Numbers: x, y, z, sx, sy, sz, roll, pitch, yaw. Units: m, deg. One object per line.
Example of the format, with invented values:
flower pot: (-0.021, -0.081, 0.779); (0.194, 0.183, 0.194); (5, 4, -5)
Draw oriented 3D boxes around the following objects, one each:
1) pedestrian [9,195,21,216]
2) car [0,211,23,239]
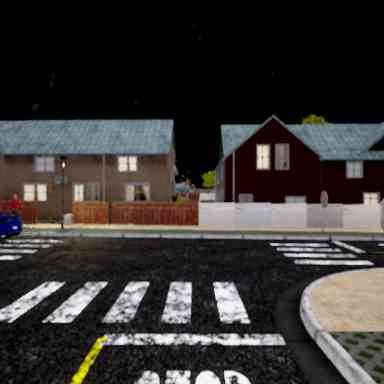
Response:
pedestrian: (-9.322, 1.025, 17.494); (0.375, 1.860, 0.375); (0, 0, 1)
car: (-10.061, 1.363, 14.550); (5.008, 1.535, 1.882); (1, 0, 6)
